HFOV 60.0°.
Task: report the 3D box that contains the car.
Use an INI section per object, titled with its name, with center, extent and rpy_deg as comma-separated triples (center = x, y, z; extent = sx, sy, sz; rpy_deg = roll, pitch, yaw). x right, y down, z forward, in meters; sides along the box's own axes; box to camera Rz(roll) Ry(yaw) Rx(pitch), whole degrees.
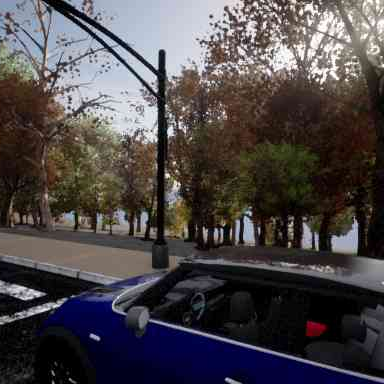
[car]
center = 0.452, 1.352, 3.337
extent = 4.553, 1.767, 2.097
rpy_deg = 0, 0, 34
